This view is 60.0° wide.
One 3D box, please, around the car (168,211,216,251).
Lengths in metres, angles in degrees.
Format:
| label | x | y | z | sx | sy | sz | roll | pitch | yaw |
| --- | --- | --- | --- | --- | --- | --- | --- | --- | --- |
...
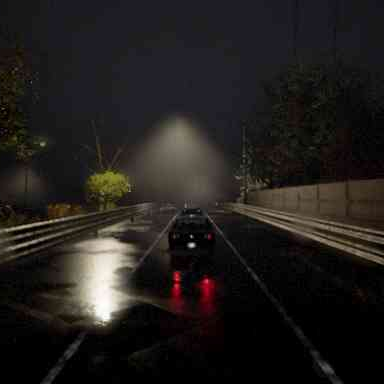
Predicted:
| label | x | y | z | sx | sy | sz | roll | pitch | yaw |
| --- | --- | --- | --- | --- | --- | --- | --- | --- | --- |
| car | -0.006 | 1.750 | 14.907 | 1.895 | 1.301 | 4.718 | 0 | -1 | 0 |

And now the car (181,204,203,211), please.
| label | x | y | z | sx | sy | sz | roll | pitch | yaw |
| --- | --- | --- | --- | --- | --- | --- | --- | --- | --- |
| car | -0.013 | 1.793 | 30.112 | 2.128 | 1.511 | 4.902 | 0 | 0 | 0 |
